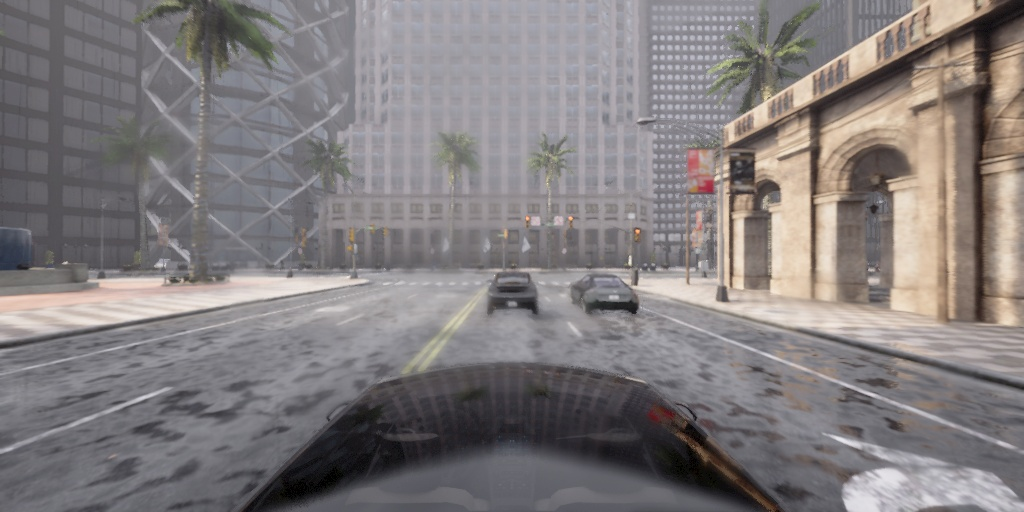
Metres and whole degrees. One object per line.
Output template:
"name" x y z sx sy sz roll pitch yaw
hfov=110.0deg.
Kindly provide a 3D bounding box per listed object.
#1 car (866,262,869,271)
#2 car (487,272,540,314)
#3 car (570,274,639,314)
"car" 42.058 1.303 45.700 5.566 2.045 2.150 0 0 1
"car" 0.049 1.348 14.216 1.837 1.490 4.892 0 0 1
"car" 3.552 1.408 14.413 1.994 1.385 4.181 0 0 1
